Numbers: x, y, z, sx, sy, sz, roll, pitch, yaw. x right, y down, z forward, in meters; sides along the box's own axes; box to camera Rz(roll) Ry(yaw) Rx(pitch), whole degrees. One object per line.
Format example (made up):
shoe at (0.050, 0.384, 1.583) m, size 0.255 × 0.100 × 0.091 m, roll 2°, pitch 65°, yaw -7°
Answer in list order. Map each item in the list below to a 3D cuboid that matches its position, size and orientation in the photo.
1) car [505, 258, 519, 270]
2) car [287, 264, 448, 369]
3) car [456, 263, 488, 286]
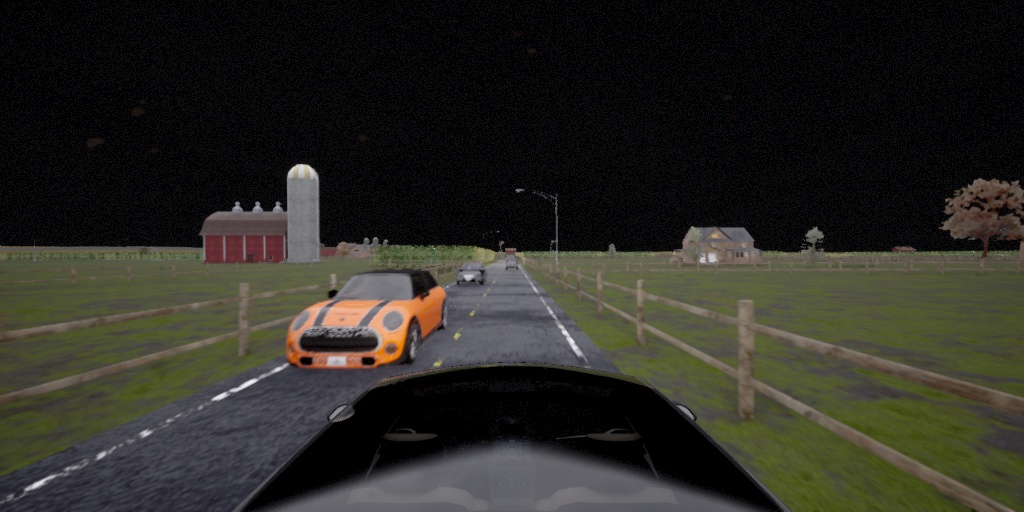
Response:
car at (0.018, 1.254, 50.663) m, size 2.033 × 1.411 × 5.357 m, roll 0°, pitch 0°, yaw 0°
car at (-2.812, 1.099, 8.025) m, size 2.097 × 1.767 × 4.553 m, roll 0°, pitch 0°, yaw 0°
car at (-2.764, 1.228, 25.530) m, size 2.128 × 1.511 × 4.902 m, roll 0°, pitch 0°, yaw 1°
